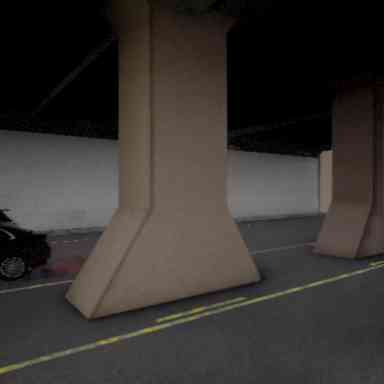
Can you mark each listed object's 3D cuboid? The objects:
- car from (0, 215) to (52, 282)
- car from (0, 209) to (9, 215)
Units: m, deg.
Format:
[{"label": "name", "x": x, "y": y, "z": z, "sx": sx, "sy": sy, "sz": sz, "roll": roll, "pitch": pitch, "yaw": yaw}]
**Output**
[{"label": "car", "x": -6.117, "y": 1.506, "z": 8.228, "sx": 4.892, "sy": 1.490, "sz": 1.837, "roll": 0, "pitch": 0, "yaw": -35}, {"label": "car", "x": -8.170, "y": 1.353, "z": 11.063, "sx": 4.553, "sy": 1.767, "sz": 2.097, "roll": 0, "pitch": 0, "yaw": -35}]
